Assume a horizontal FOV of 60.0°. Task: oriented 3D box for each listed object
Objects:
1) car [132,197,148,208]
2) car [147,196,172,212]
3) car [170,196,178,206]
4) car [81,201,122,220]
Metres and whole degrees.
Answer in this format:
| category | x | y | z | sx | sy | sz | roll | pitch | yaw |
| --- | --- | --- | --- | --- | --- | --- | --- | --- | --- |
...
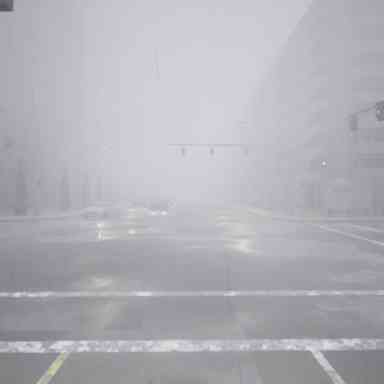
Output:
| category | x | y | z | sx | sy | sz | roll | pitch | yaw |
| --- | --- | --- | --- | --- | --- | --- | --- | --- | --- |
| car | -7.319 | 1.474 | 47.342 | 1.882 | 1.535 | 5.008 | 0 | 0 | 0 |
| car | -3.782 | 1.561 | 39.179 | 1.994 | 1.385 | 4.181 | 0 | 0 | 0 |
| car | -3.848 | 1.543 | 53.853 | 2.033 | 1.411 | 5.357 | 0 | 0 | 0 |
| car | -7.524 | 1.531 | 28.212 | 1.812 | 1.442 | 4.674 | 1 | 0 | 12 |
